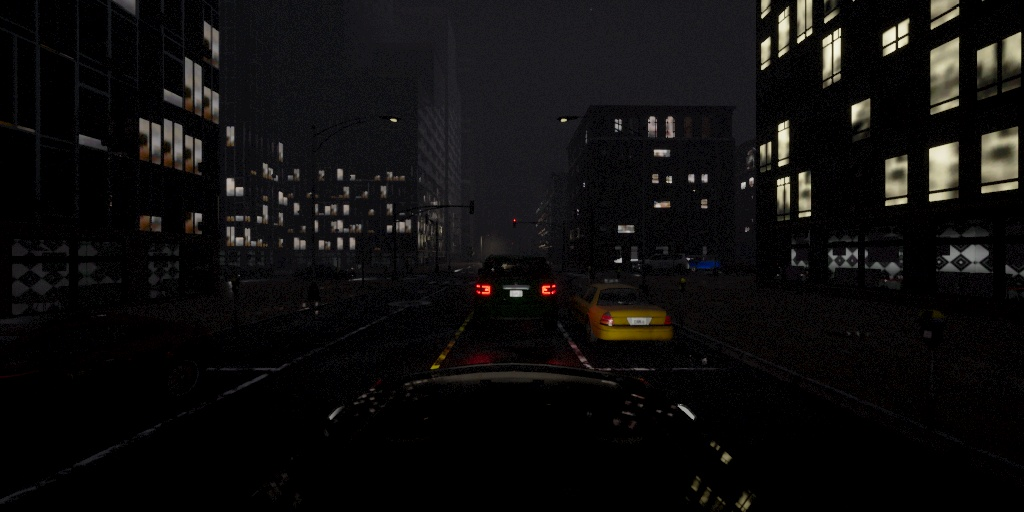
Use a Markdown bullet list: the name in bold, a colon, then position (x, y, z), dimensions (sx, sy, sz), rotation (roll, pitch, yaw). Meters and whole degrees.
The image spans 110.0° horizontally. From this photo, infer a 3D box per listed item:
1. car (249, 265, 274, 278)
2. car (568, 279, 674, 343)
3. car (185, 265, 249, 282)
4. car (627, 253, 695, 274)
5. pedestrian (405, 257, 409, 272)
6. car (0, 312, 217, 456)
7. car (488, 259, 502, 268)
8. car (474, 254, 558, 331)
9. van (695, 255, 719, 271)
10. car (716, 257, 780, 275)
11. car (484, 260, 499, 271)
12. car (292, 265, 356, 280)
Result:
- **car**: position (-28.436, 1.648, 39.143), dimensions (4.403, 1.370, 2.007), rotation (0, 0, -1)
- **car**: position (2.558, 1.275, 9.519), dimensions (1.751, 1.417, 4.829), rotation (0, 0, 0)
- **car**: position (-28.150, 1.610, 33.765), dimensions (4.892, 1.490, 1.837), rotation (-1, 0, -1)
- **car**: position (15.401, 0.755, 37.271), dimensions (5.566, 2.045, 2.150), rotation (-1, 0, -1)
- **pedestrian**: position (-12.387, 1.020, 42.342), dimensions (0.375, 1.860, 0.375), rotation (0, 1, -1)
- **car**: position (-5.317, 1.332, 3.783), dimensions (1.802, 1.307, 4.207), rotation (0, 0, 0)
- **car**: position (-2.861, 1.245, 61.413), dimensions (2.128, 1.511, 4.902), rotation (0, 0, 0)
- **car**: position (0.090, 0.971, 11.072), dimensions (2.150, 2.045, 5.566), rotation (0, 0, 0)
- **van**: position (20.944, 0.800, 39.800), dimensions (3.998, 1.789, 1.690), rotation (0, 0, -1)
- **car**: position (21.059, 1.019, 31.921), dimensions (4.507, 1.381, 1.888), rotation (0, 0, -1)
- **car**: position (-2.877, 1.300, 50.761), dimensions (2.033, 1.411, 5.357), rotation (0, 0, -2)
- **car**: position (-17.719, 1.514, 33.907), dimensions (5.357, 1.411, 2.033), rotation (-1, 0, -1)
